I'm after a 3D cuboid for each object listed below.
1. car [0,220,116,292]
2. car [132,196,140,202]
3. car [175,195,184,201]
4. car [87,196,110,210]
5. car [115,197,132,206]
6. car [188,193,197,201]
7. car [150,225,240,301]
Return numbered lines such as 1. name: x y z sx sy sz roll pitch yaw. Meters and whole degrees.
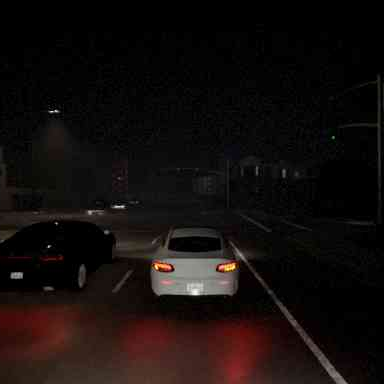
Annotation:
1. car: -3.427 1.497 9.011 1.882 1.535 5.008 0 0 0
2. car: -13.980 1.719 81.881 2.033 1.411 5.357 0 0 0
3. car: -3.478 1.710 89.317 2.128 1.511 4.902 0 -1 0
4. car: -14.086 1.640 50.537 2.150 2.045 5.566 0 -1 0
5. car: -13.997 1.864 66.202 2.128 1.511 4.902 0 1 0
6. car: 0.022 1.410 89.352 2.150 2.045 5.566 0 -1 0
7. car: 0.069 1.539 8.224 1.812 1.442 4.674 0 0 0
